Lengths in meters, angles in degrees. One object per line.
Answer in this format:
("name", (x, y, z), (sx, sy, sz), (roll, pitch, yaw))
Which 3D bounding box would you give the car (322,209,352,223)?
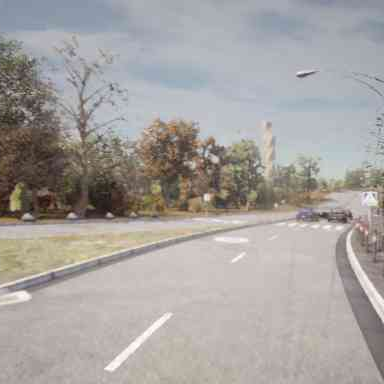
("car", (16.630, 2.706, 37.923), (2.128, 1.511, 4.902), (1, -2, 29))

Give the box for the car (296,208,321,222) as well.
("car", (13.442, 2.657, 38.875), (1.812, 1.442, 4.674), (1, -2, 29))
